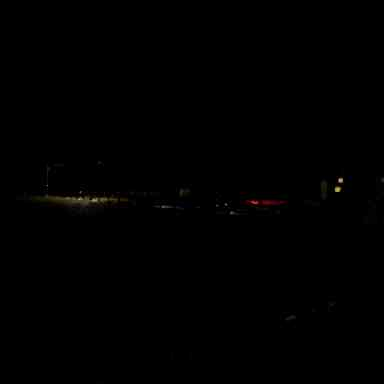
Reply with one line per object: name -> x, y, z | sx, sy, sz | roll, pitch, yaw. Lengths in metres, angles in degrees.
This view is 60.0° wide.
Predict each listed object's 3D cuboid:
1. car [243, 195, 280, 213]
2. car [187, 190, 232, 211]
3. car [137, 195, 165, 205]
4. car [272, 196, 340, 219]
car -> 7.116, 1.048, 32.356 | 2.097, 1.767, 4.553 | 0, 0, -36
car -> 1.718, 0.848, 34.761 | 2.150, 2.045, 5.566 | 0, 0, -36
car -> -5.507, 1.099, 44.677 | 1.895, 1.301, 4.718 | 0, 0, -36
car -> 8.719, 1.273, 25.165 | 1.812, 1.442, 4.674 | 0, 0, -36
